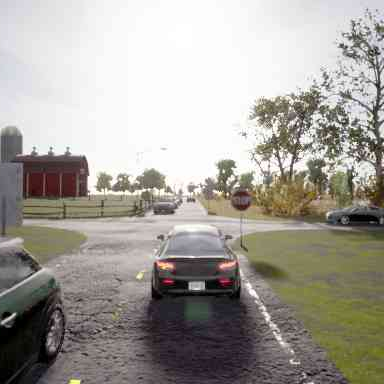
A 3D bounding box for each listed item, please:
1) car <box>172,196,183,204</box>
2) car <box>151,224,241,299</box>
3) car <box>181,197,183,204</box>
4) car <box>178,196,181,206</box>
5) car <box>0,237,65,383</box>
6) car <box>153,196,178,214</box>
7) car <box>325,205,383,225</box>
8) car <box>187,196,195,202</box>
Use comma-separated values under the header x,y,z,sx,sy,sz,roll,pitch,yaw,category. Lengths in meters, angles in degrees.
x,y,z,sx,sy,sz,roll,pitch,yaw,category
-2.942,1.556,68.509,1.882,1.535,5.008,0,0,0,car
0.074,1.529,8.305,1.812,1.442,4.674,0,0,0,car
-2.966,1.606,57.955,2.033,1.411,5.357,0,0,0,car
-2.960,1.548,47.531,1.837,1.490,4.892,0,0,0,car
-2.856,1.353,2.841,2.097,1.767,4.553,0,0,0,car
-2.941,1.379,35.840,2.097,1.767,4.553,0,0,0,car
12.916,1.742,25.789,4.902,1.511,2.128,1,-1,0,car
-0.211,1.652,78.770,1.994,1.385,4.181,0,0,0,car
